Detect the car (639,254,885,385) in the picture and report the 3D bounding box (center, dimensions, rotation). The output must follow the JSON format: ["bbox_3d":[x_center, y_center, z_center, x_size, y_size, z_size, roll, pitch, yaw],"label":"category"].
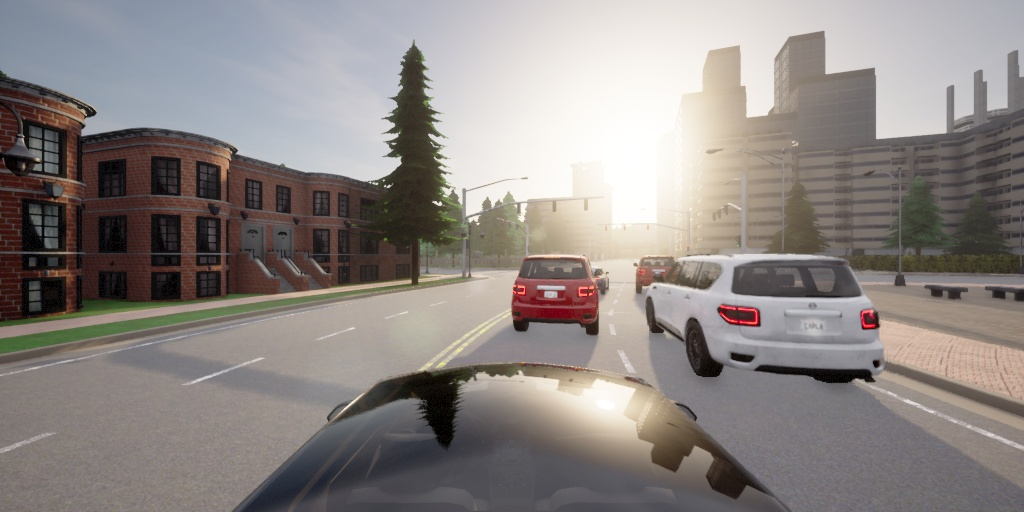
[{"bbox_3d":[4.322,0.974,7.301,2.150,2.045,5.566,0,0,9],"label":"car"}]

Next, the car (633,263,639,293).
[{"bbox_3d":[8.167,0.972,20.334,2.150,2.045,5.566,0,0,19],"label":"car"}]

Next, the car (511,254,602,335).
[{"bbox_3d":[1.493,0.971,10.806,2.150,2.045,5.566,0,0,13],"label":"car"}]

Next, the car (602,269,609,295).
[{"bbox_3d":[4.361,1.276,20.000,1.812,1.442,4.674,0,0,19],"label":"car"}]
